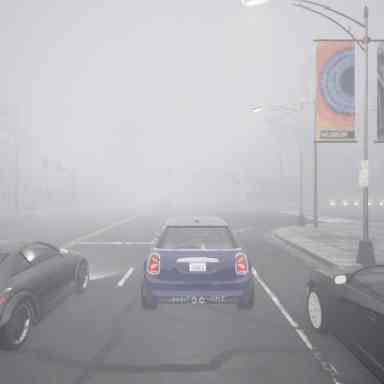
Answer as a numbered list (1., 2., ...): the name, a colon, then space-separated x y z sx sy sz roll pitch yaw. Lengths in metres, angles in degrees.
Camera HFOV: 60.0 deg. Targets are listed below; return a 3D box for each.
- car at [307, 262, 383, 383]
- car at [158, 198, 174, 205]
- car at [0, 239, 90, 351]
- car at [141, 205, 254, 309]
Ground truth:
1. car: 2.901 1.480 3.734 2.097 1.535 5.008 0 0 0
2. car: -3.391 1.546 43.525 2.033 1.411 5.357 0 0 0
3. car: -3.399 1.564 6.199 1.994 1.385 4.181 0 0 0
4. car: 0.101 1.352 8.018 2.097 1.767 4.553 0 0 0
